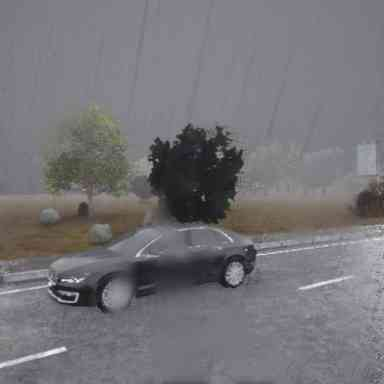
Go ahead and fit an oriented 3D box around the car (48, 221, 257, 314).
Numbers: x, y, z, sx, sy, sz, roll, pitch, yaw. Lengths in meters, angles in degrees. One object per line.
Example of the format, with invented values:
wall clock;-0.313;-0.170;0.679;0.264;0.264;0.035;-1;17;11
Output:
car;-0.665;1.488;7.652;4.892;1.490;1.837;0;0;-34
